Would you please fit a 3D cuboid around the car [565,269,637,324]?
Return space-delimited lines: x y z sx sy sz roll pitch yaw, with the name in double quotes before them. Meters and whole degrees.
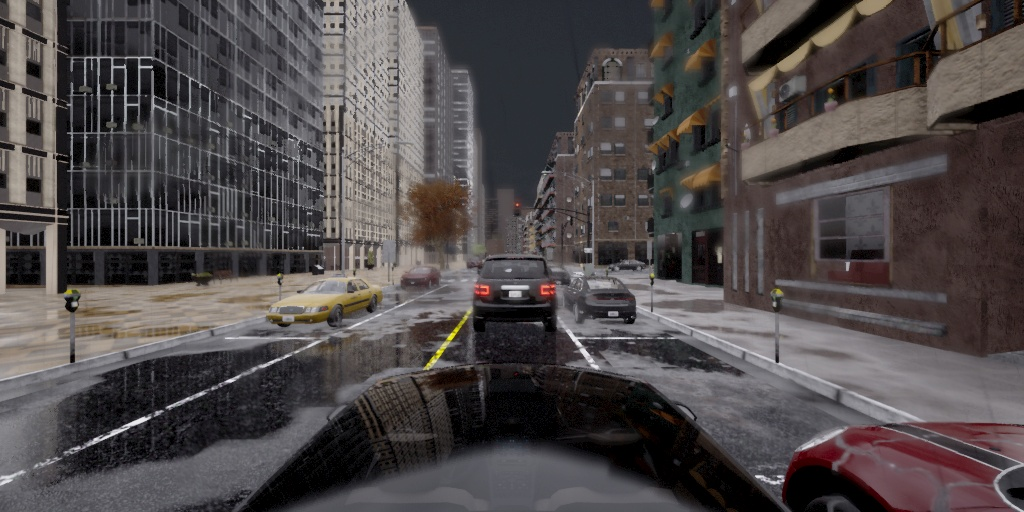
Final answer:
"car" 2.690 1.301 11.703 2.007 1.370 4.403 0 0 0

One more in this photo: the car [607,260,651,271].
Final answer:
"car" 13.441 1.109 42.183 4.403 1.370 2.007 0 0 -1

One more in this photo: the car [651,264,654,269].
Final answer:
"car" 18.838 1.006 42.237 4.829 1.417 1.751 0 0 -1

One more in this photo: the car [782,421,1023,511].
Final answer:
"car" 2.687 1.190 0.638 1.967 1.591 4.097 0 0 0

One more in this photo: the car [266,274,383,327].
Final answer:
"car" -5.690 1.276 11.536 1.751 1.417 4.829 0 0 0

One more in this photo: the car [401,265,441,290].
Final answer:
"car" -5.688 1.299 22.771 1.888 1.381 4.507 0 0 0

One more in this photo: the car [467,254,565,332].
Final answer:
"car" 0.091 0.972 10.980 2.150 2.045 5.566 0 0 0
